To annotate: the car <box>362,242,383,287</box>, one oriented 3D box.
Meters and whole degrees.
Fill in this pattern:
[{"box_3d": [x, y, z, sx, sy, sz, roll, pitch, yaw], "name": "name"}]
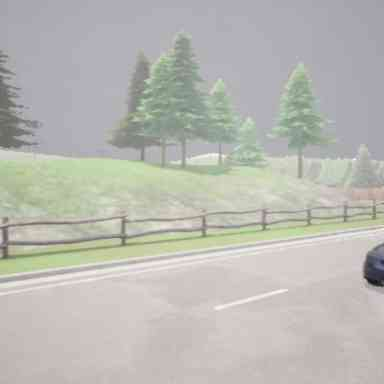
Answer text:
[{"box_3d": [5.957, 1.512, 7.992, 4.181, 1.385, 1.994, 0, 0, -35], "name": "car"}]
